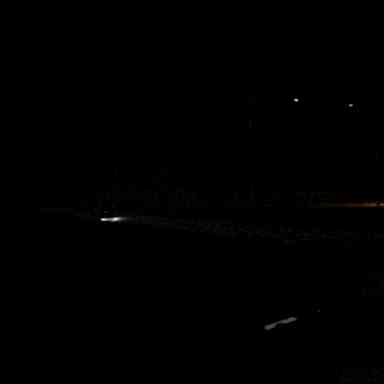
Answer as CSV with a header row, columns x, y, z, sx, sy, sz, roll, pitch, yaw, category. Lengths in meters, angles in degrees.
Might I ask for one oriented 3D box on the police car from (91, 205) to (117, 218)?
x,y,z,sx,sy,sz,roll,pitch,yaw,category
-11.315,2.507,42.882,2.038,1.542,4.974,-2,0,-35,police car
